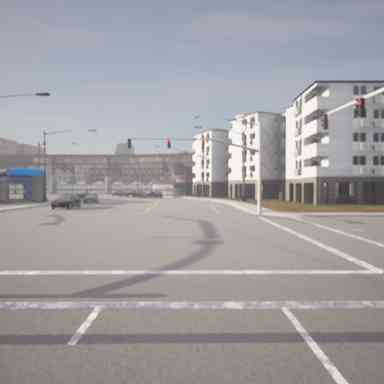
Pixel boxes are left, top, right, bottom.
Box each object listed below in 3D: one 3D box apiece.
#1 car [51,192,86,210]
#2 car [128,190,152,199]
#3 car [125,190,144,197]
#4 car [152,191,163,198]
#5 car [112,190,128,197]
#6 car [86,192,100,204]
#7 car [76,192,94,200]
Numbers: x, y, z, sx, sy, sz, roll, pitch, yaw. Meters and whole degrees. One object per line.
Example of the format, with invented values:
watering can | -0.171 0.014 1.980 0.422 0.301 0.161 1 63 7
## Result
car | -13.502 1.024 35.925 1.882 1.535 5.008 0 1 0
car | -10.681 0.529 67.705 2.128 1.511 4.902 -1 1 -32
car | -13.260 0.241 76.847 1.837 1.490 4.892 -1 1 -45
car | -7.800 0.503 69.700 1.837 1.490 4.892 -1 1 -32
car | -16.171 0.339 74.834 1.812 1.442 4.674 -1 1 -45
car | -14.048 0.901 46.615 1.812 1.442 4.674 0 1 -10
car | -20.541 0.708 63.580 1.895 1.301 4.718 -1 1 -35
